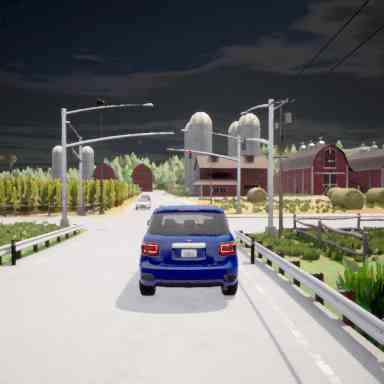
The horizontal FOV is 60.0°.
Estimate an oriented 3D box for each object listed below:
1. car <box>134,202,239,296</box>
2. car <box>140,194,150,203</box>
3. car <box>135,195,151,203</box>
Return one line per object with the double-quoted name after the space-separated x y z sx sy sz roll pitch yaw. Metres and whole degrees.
-0.109 1.369 9.145 2.150 2.045 5.566 0 -2 -1 "car"
-8.929 1.213 63.963 1.812 1.442 4.674 0 1 -7 "car"
-6.341 1.534 43.269 1.812 1.442 4.674 0 1 -7 "car"
